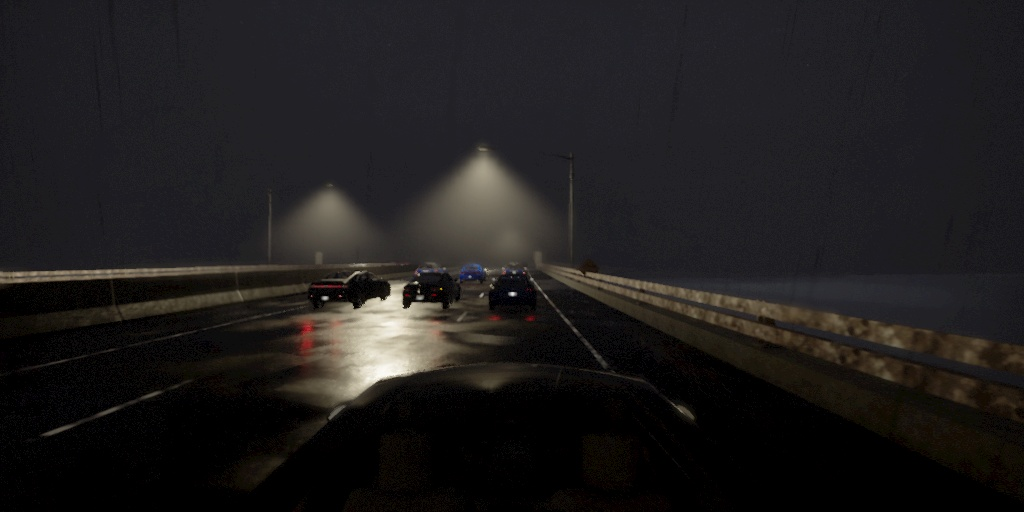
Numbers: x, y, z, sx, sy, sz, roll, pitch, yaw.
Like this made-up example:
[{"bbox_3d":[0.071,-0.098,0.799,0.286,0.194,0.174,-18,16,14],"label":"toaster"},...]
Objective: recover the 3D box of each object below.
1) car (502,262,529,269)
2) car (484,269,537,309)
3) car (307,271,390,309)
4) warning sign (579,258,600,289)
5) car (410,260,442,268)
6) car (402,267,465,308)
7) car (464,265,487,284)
[{"bbox_3d":[0.208,1.387,30.448,2.097,1.767,4.553,0,-1,1],"label":"car"},{"bbox_3d":[0.045,1.451,15.787,1.994,1.385,4.181,0,-1,1],"label":"car"},{"bbox_3d":[-6.955,1.381,15.819,2.128,1.511,4.902,0,0,1],"label":"car"},{"bbox_3d":[4.637,1.058,21.358,1.300,1.860,1.060,0,0,1],"label":"warning sign"},{"bbox_3d":[-6.793,1.390,30.557,2.097,1.767,4.553,0,-1,1],"label":"car"},{"bbox_3d":[-3.455,1.414,15.871,1.812,1.442,4.674,0,0,1],"label":"car"},{"bbox_3d":[-3.282,1.521,30.893,1.882,1.535,5.008,0,0,1],"label":"car"}]
